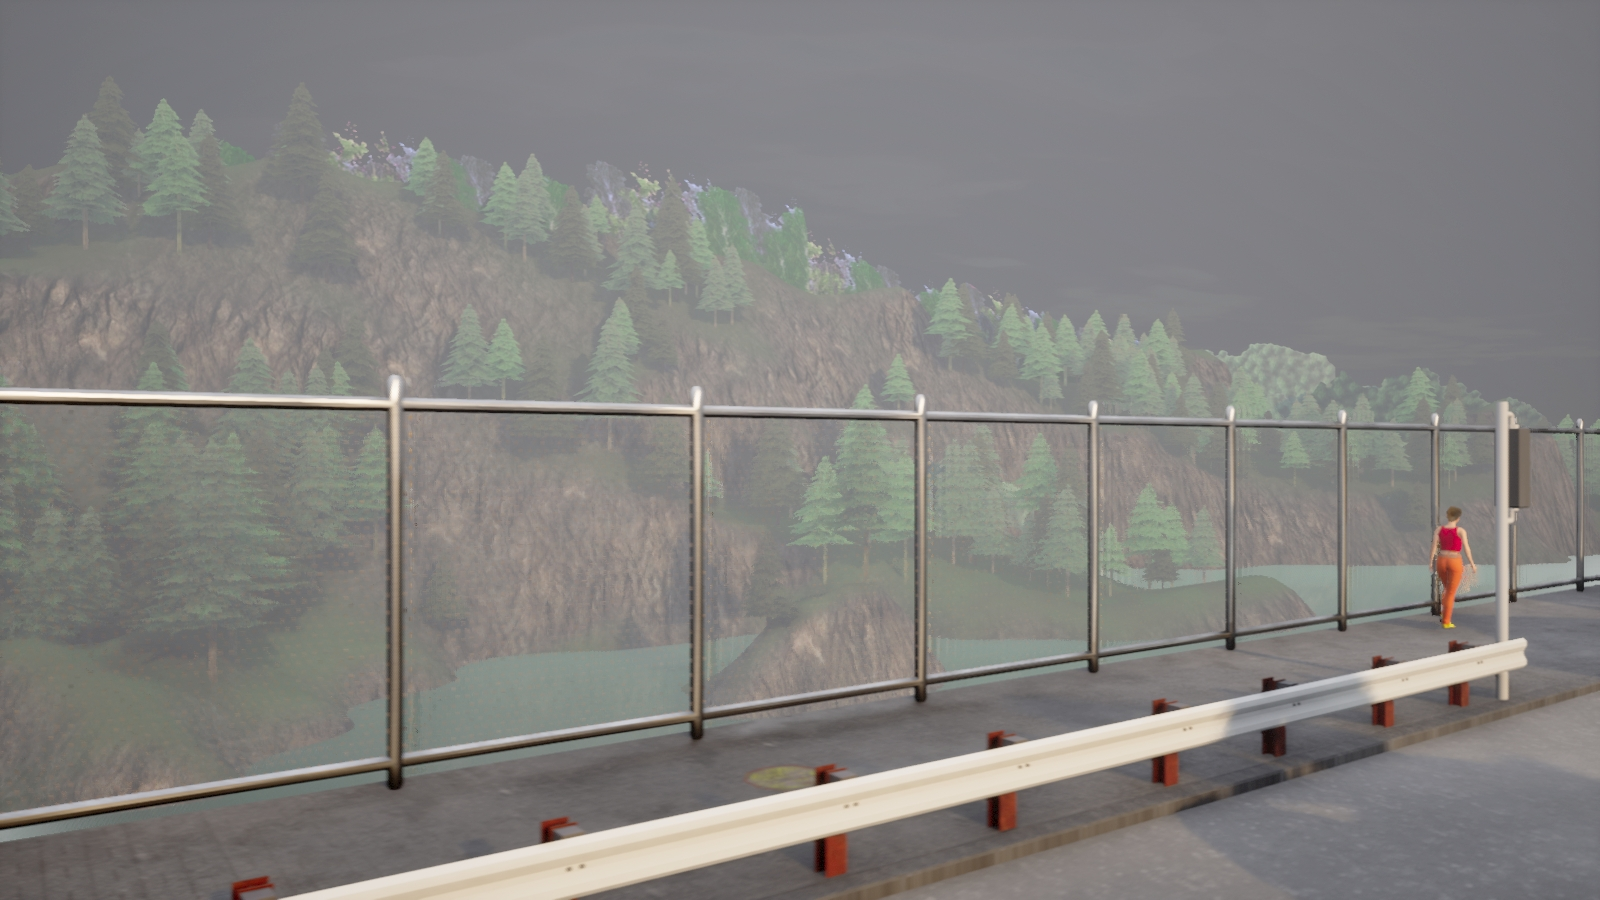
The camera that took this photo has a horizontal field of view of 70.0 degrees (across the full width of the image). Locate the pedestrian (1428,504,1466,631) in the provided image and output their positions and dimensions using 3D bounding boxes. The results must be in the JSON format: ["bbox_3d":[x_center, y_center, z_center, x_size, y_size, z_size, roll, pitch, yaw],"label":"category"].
[{"bbox_3d":[9.688,1.745,17.112,0.375,1.860,0.375,0,0,-37],"label":"pedestrian"}]
